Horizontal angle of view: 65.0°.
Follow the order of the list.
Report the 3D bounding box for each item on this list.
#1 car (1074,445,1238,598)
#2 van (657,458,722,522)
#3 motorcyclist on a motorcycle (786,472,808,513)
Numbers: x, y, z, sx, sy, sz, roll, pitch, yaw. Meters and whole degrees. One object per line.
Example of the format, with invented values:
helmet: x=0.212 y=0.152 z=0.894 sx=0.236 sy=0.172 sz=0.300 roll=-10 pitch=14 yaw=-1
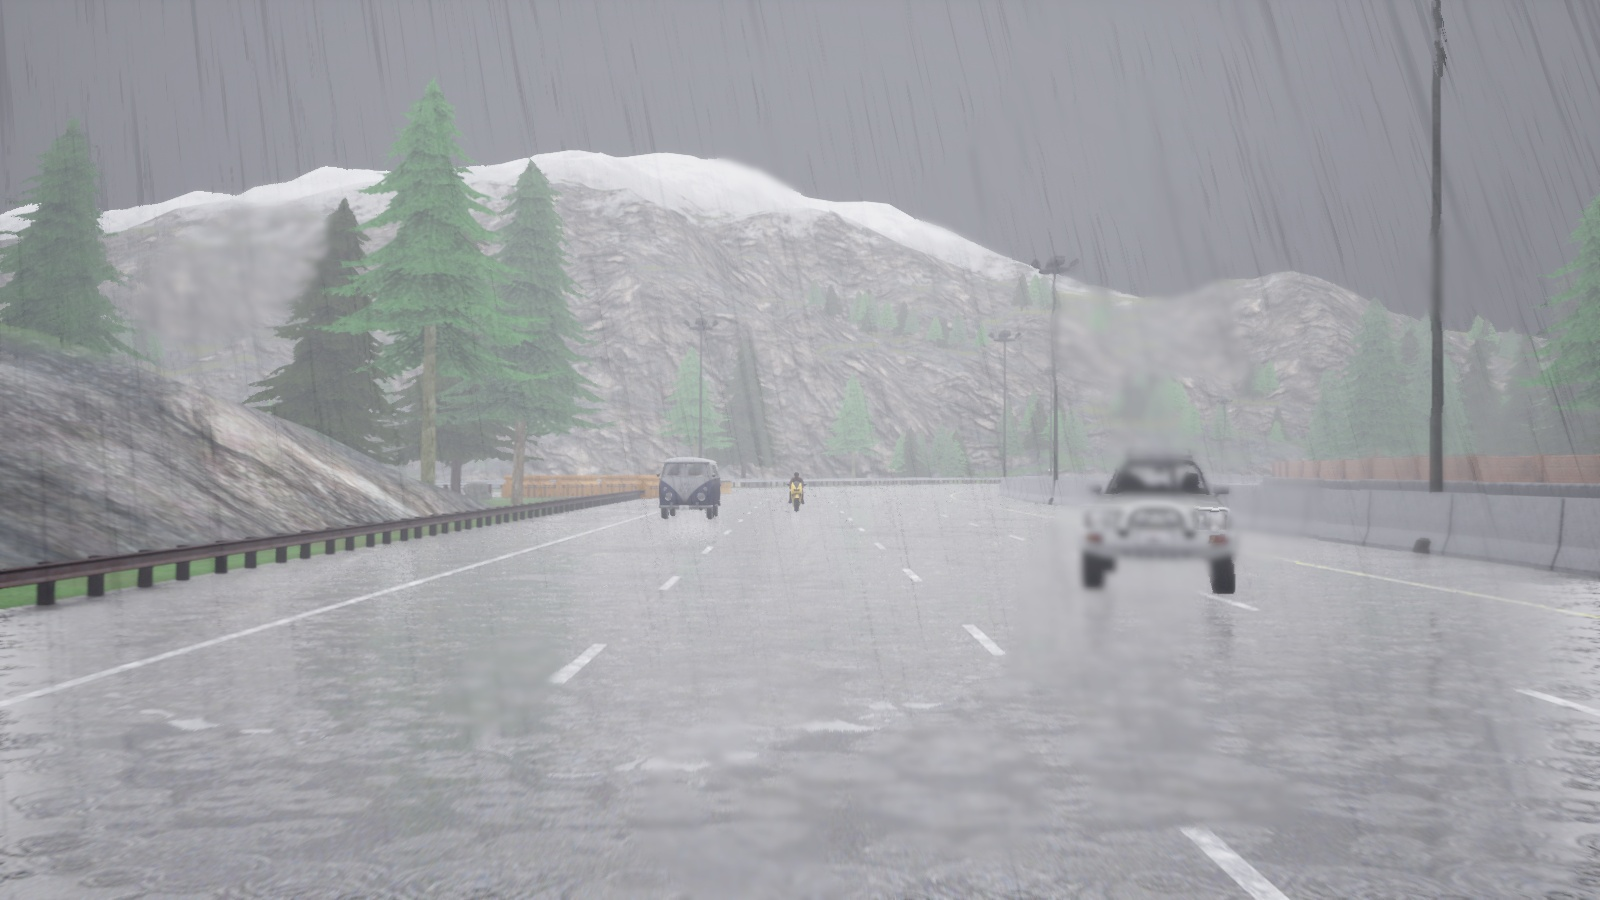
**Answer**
car: x=5.068 y=0.909 z=17.701 sx=1.932 sy=1.855 sz=4.605 roll=-1 pitch=-1 yaw=17
van: x=-3.602 y=1.279 z=41.484 sx=1.775 sy=1.987 sz=4.442 roll=0 pitch=-1 yaw=0
motorcyclist on a motorcycle: x=-0.115 y=1.596 z=47.536 sx=0.797 sy=1.523 sz=2.044 roll=0 pitch=-1 yaw=0
